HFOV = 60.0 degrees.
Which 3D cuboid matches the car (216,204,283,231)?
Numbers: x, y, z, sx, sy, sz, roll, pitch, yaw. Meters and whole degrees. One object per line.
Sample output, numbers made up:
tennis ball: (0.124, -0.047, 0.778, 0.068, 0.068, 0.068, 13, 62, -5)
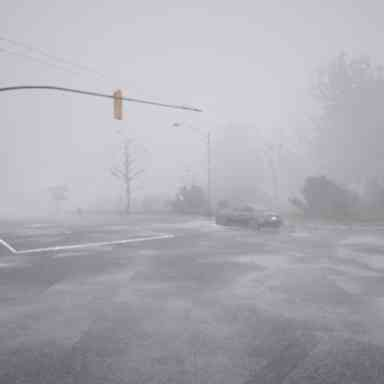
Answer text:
car: (3.277, 1.431, 19.682, 1.994, 1.385, 4.181, -1, 0, -36)
